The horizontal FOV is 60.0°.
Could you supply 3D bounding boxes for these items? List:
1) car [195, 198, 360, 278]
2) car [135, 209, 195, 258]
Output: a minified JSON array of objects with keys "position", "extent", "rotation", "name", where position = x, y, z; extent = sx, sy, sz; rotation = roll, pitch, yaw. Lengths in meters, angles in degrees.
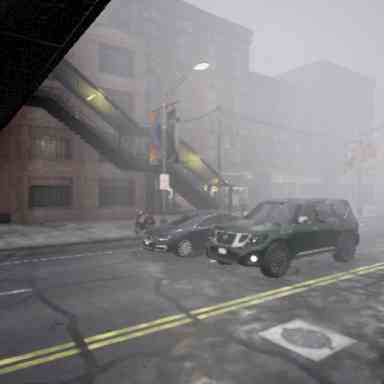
[{"position":[3.056,1.220,10.482],"extent":[5.566,2.045,2.150],"rotation":[0,0,-36],"name":"car"},{"position":[0.428,1.504,12.906],"extent":[4.892,1.490,1.837],"rotation":[0,0,-36],"name":"car"}]
